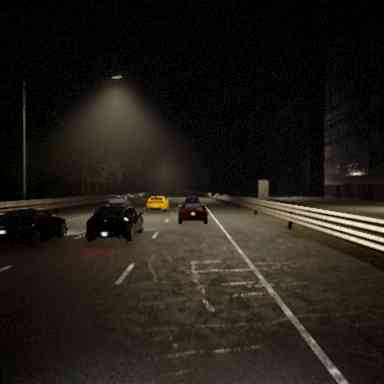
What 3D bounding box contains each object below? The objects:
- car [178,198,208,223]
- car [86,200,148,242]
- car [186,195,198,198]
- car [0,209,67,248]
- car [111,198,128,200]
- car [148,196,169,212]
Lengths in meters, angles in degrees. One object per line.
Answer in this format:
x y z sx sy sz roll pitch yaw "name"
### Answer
0.065 1.340 23.116 1.994 1.385 4.181 0 1 0 "car"
-3.418 1.354 15.379 1.837 1.490 4.892 0 1 0 "car"
0.015 1.121 41.915 2.128 1.511 4.902 0 1 0 "car"
-6.917 1.426 14.149 1.994 1.385 4.181 0 1 0 "car"
-6.945 1.250 32.081 2.033 1.411 5.357 0 0 0 "car"
-3.452 1.165 33.918 1.882 1.535 5.008 0 0 0 "car"
